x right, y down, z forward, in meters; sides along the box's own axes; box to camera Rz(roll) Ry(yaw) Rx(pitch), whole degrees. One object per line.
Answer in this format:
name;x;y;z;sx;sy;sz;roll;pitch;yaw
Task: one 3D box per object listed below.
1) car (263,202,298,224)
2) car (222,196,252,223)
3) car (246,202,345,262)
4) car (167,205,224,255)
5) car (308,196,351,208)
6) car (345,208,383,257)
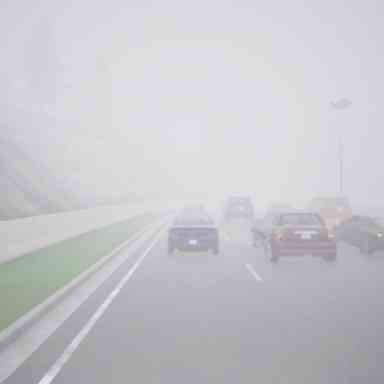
car;7.209;1.624;27.522;1.837;1.490;4.892;0;0;3
car;3.634;1.336;26.450;2.150;2.045;5.566;0;0;2
car;3.550;1.405;12.422;2.097;1.767;4.553;0;0;0
car;0.058;1.536;13.667;1.882;1.535;5.008;0;0;0
car;10.629;1.335;26.404;2.150;2.045;5.566;0;0;2
car;7.055;1.582;13.152;1.812;1.442;4.674;0;0;0
